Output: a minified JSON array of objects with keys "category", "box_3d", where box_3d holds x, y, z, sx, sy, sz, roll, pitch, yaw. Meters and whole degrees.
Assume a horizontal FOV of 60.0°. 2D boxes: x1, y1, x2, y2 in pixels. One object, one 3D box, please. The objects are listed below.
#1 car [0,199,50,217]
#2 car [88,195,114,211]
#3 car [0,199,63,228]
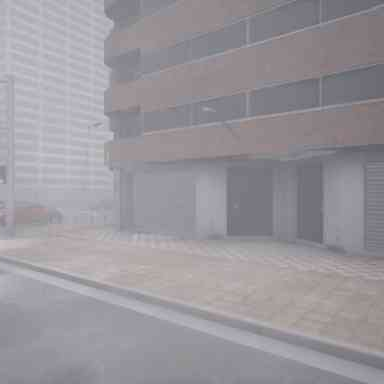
[{"category":"car","box_3d":[-16.726,1.505,32.660,1.837,1.490,4.892,0,0,37]},{"category":"car","box_3d":[-10.478,1.505,40.915,1.837,1.490,4.892,0,0,37]},{"category":"car","box_3d":[-11.056,1.352,22.414,2.097,1.767,4.553,0,0,37]}]
